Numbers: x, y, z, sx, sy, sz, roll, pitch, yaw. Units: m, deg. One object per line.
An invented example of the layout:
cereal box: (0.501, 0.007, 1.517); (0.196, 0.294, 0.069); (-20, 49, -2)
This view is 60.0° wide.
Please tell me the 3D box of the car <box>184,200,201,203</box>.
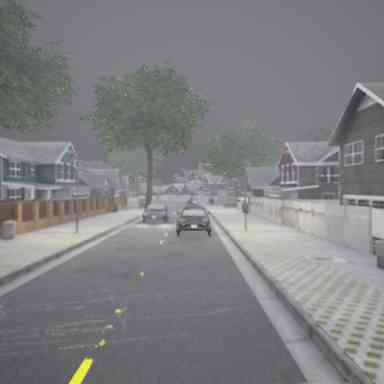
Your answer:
car: (0.093, 1.601, 38.779); (1.812, 1.442, 4.674); (0, 0, 0)

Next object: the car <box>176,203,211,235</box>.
car: (0.097, 1.545, 18.843); (1.812, 1.442, 4.674); (0, 0, 0)

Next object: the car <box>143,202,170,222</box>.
car: (-2.755, 1.564, 26.439); (1.812, 1.442, 4.674); (0, 0, 0)
